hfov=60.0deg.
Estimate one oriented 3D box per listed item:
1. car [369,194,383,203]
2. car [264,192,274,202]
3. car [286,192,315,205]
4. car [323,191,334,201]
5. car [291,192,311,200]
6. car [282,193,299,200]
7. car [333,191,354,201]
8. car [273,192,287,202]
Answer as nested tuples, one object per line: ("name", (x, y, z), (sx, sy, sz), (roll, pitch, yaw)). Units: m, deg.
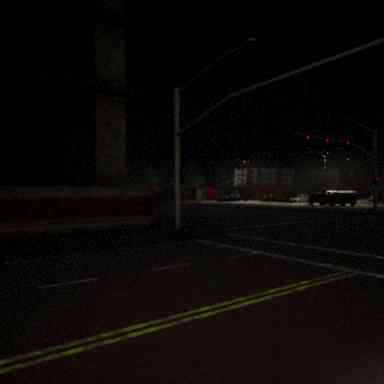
("car", (34.327, 1.102, 61.142), (3.806, 1.475, 1.970), (0, 0, -35))
("car", (15.404, 0.929, 61.652), (4.605, 1.855, 1.932), (0, 0, -35))
("car", (18.667, 1.171, 57.128), (3.806, 1.475, 1.970), (0, 0, -35))
("car", (37.120, 1.020, 87.390), (3.806, 1.475, 1.970), (0, 0, -35))
("car", (24.492, 0.859, 74.883), (4.605, 1.855, 1.932), (0, 0, -35))
("car", (22.872, 1.069, 77.285), (3.905, 1.438, 1.784), (0, 0, -35))
("car", (38.782, 0.781, 85.019), (3.866, 1.878, 1.905), (0, 0, -35))
("car", (16.995, 1.140, 59.491), (3.905, 1.438, 1.784), (0, 0, -35))
